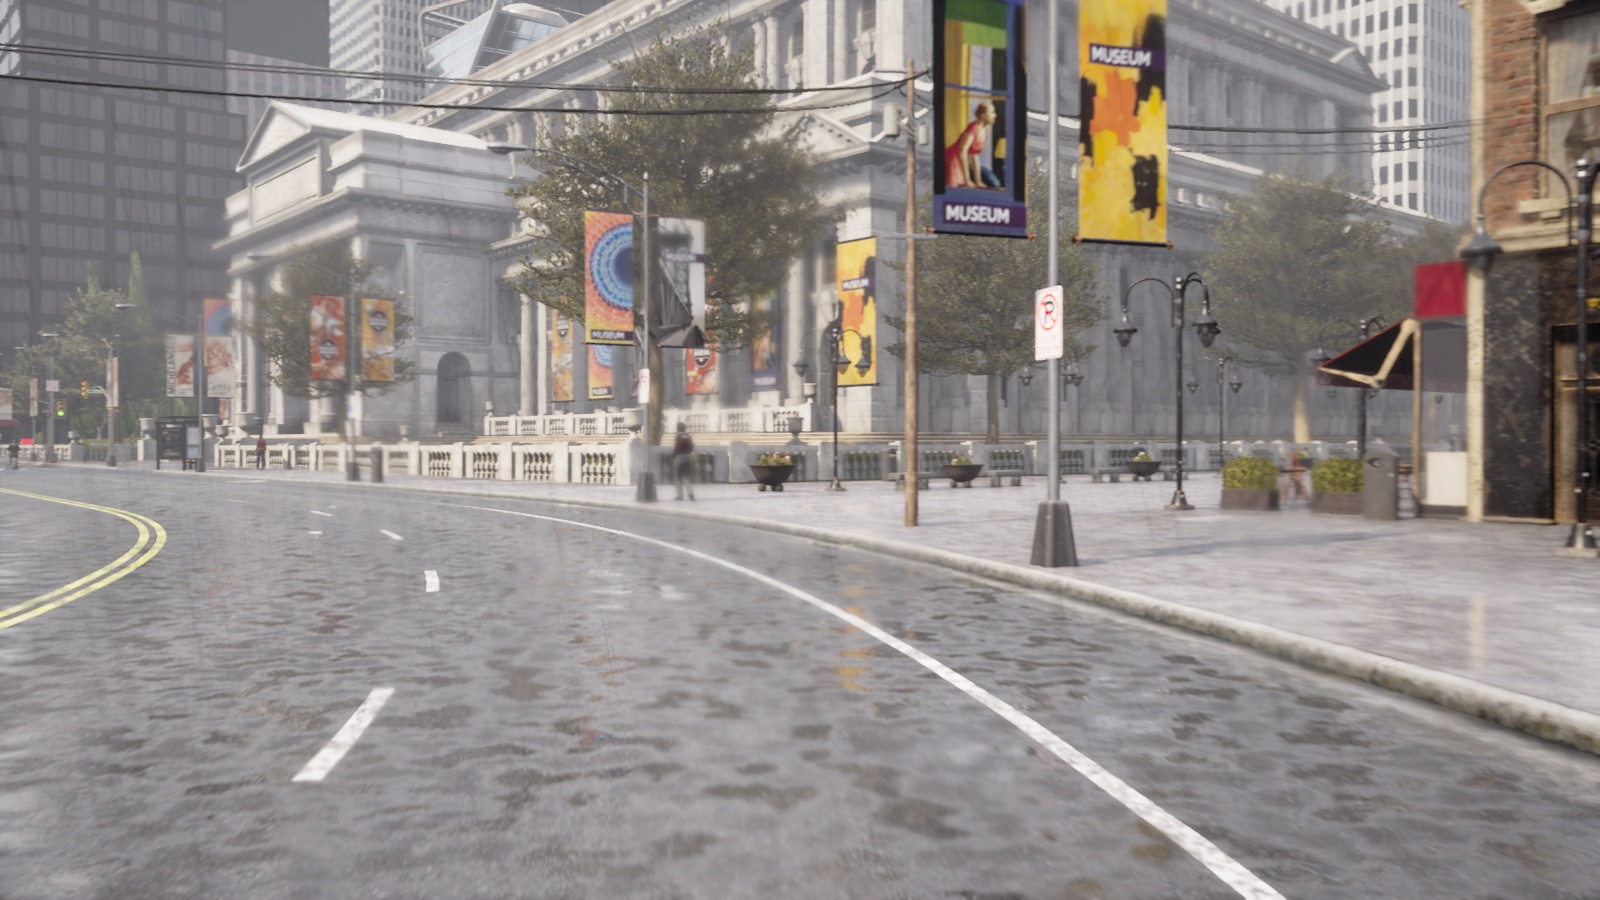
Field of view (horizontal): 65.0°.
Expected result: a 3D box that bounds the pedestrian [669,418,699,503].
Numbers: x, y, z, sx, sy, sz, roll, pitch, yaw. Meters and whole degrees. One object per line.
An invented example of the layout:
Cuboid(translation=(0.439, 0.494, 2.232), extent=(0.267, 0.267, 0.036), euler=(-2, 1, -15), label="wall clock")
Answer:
Cuboid(translation=(-2.662, 0.241, 28.769), extent=(0.402, 1.930, 0.666), euler=(0, 0, -36), label="pedestrian")

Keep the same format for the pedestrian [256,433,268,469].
Cuboid(translation=(-27.105, 0.051, 63.251), extent=(0.636, 1.846, 0.331), euler=(0, 0, 44), label="pedestrian")
